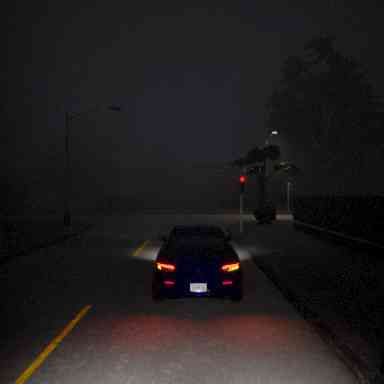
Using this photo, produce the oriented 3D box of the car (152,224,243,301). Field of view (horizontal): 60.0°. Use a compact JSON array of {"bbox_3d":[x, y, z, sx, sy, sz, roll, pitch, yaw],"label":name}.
[{"bbox_3d":[0.122,1.525,8.192,1.812,1.442,4.674,0,0,0],"label":"car"}]
